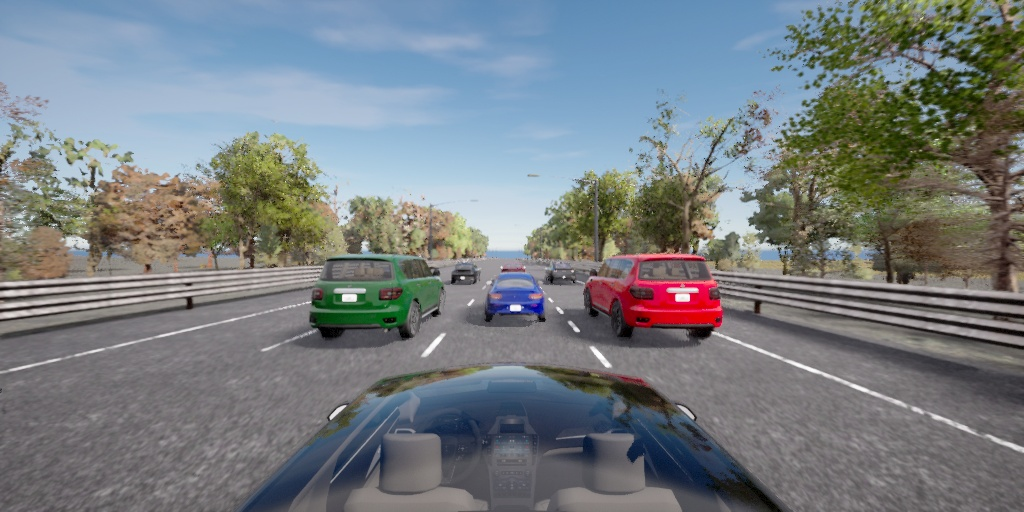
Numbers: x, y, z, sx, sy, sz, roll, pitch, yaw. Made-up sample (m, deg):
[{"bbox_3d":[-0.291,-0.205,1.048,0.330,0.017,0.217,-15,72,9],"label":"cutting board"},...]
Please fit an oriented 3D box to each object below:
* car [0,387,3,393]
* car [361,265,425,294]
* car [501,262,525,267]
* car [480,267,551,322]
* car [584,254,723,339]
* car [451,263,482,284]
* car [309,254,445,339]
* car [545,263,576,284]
[{"bbox_3d":[-6.899,1.298,1.645,2.033,1.411,5.357,0,0,0],"label":"car"},{"bbox_3d":[-6.901,1.307,21.473,2.033,1.411,5.357,0,0,0],"label":"car"},{"bbox_3d":[0.090,1.245,28.668,1.882,1.535,5.008,0,0,0],"label":"car"},{"bbox_3d":[0.099,1.277,12.213,1.812,1.442,4.674,0,0,0],"label":"car"},{"bbox_3d":[3.598,0.972,10.235,2.150,2.045,5.566,0,0,0],"label":"car"},{"bbox_3d":[-3.406,1.270,27.216,1.837,1.490,4.892,0,0,0],"label":"car"},{"bbox_3d":[-3.402,0.972,10.185,2.150,2.045,5.566,0,0,0],"label":"car"},{"bbox_3d":[3.595,1.257,27.116,2.128,1.511,4.902,0,0,0],"label":"car"}]
